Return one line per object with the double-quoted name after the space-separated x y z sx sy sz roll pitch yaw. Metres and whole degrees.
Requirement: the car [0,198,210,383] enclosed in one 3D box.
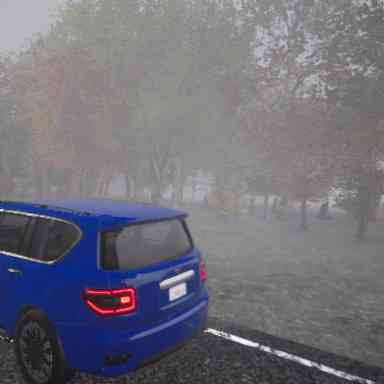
-2.362 1.109 5.381 5.566 2.045 2.150 3 3 35 "car"
